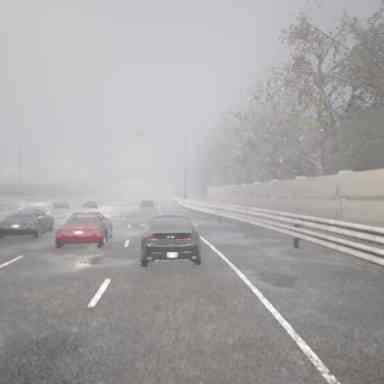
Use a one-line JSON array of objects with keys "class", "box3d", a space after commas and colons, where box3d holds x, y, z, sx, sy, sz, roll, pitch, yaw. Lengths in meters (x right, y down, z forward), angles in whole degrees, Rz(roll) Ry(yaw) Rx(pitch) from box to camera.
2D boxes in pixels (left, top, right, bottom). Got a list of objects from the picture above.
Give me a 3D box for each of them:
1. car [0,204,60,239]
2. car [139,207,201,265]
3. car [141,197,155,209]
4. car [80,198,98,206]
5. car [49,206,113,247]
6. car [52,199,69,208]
[{"class": "car", "box3d": [-8.759, 1.596, 17.832, 1.994, 1.385, 4.181, 0, 0, -10]}, {"class": "car", "box3d": [-0.785, 1.509, 11.696, 1.837, 1.490, 4.892, 0, 0, -6]}, {"class": "car", "box3d": [-6.272, 1.503, 47.355, 1.882, 1.535, 5.008, 0, 0, -5]}, {"class": "car", "box3d": [-14.589, 1.580, 46.956, 1.812, 1.442, 4.674, 0, 0, -25]}, {"class": "car", "box3d": [-4.783, 1.582, 15.200, 1.994, 1.385, 4.181, 0, 0, -8]}, {"class": "car", "box3d": [-19.041, 1.634, 48.023, 1.994, 1.385, 4.181, 0, 0, -27]}]
